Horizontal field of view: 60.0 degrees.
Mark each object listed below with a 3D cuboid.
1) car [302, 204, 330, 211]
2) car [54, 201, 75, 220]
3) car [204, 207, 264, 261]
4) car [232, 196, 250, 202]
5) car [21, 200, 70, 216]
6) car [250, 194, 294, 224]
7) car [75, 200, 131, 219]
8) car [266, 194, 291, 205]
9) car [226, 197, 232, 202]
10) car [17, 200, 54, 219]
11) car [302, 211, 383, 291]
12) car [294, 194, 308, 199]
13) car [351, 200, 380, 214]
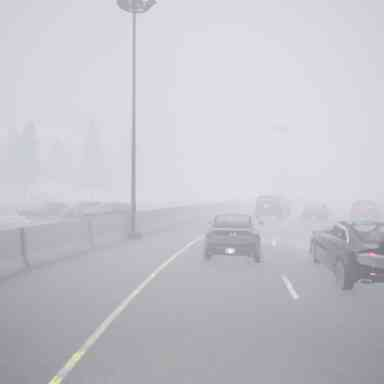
[{"bbox_3d":[10.505,1.658,27.886,1.895,1.301,4.718,0,0,26],"label":"car"},{"bbox_3d":[-8.715,1.471,27.607,1.837,1.490,4.892,0,0,21],"label":"car"},{"bbox_3d":[1.601,1.516,12.391,1.837,1.490,4.892,0,0,11],"label":"car"},{"bbox_3d":[10.191,1.584,62.387,4.892,1.490,1.837,0,0,-45],"label":"car"},{"bbox_3d":[-14.252,1.506,32.580,1.994,1.385,4.181,0,0,22],"label":"car"},{"bbox_3d":[6.980,1.262,28.618,2.150,2.045,5.566,0,0,25],"label":"car"},{"bbox_3d":[-6.072,1.456,24.713,1.882,1.535,5.008,0,0,20],"label":"car"},{"bbox_3d":[16.658,1.391,63.862,5.566,2.045,2.150,0,0,-45],"label":"car"},{"bbox_3d":[8.835,1.517,65.967,5.008,1.535,1.882,0,0,-45],"label":"car"},{"bbox_3d":[-12.179,1.498,28.555,2.033,1.411,5.357,0,0,20],"label":"car"},{"bbox_3d":[4.515,1.515,8.953,2.128,1.511,4.902,0,0,8],"label":"car"},{"bbox_3d":[19.414,1.409,61.665,5.566,2.045,2.150,0,0,-45],"label":"car"},{"bbox_3d":[14.966,1.430,28.736,2.097,1.767,4.553,0,0,28],"label":"car"}]
